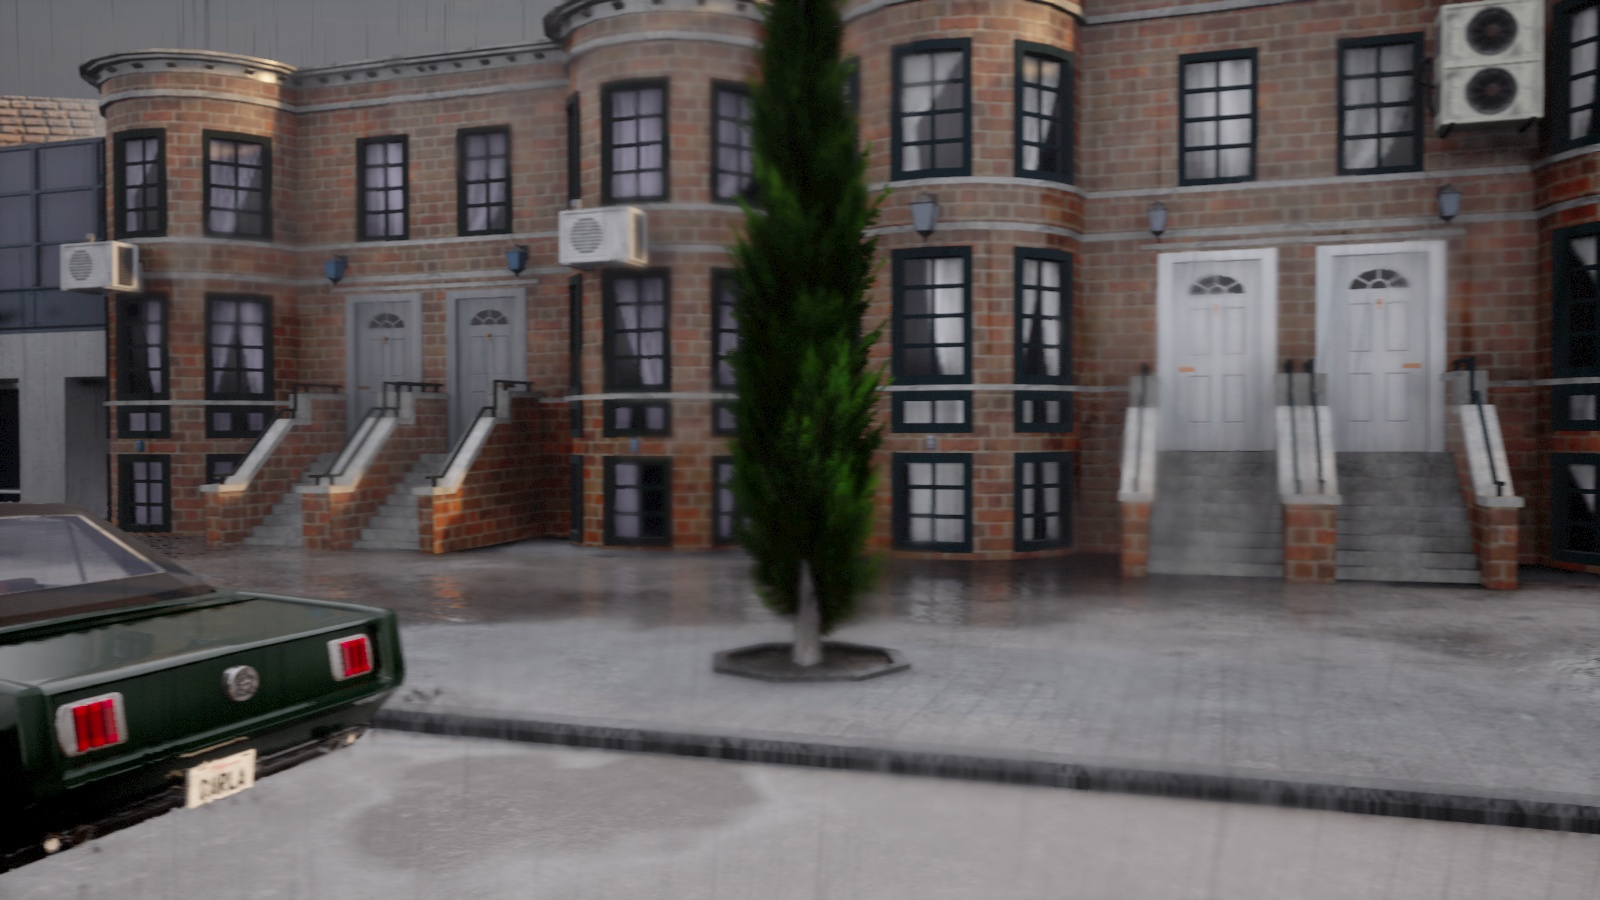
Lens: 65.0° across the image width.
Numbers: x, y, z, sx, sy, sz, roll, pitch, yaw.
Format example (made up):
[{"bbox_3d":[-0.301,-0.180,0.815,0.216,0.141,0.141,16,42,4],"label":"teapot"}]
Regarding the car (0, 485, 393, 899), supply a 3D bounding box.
[{"bbox_3d":[-4.255,0.828,5.152,4.718,1.301,1.895,1,1,19],"label":"car"}]
